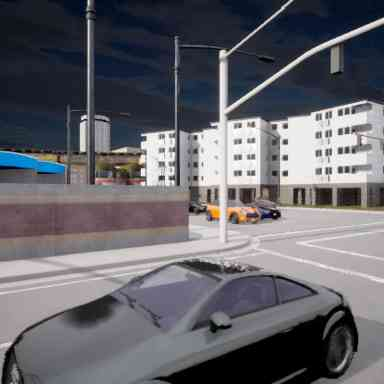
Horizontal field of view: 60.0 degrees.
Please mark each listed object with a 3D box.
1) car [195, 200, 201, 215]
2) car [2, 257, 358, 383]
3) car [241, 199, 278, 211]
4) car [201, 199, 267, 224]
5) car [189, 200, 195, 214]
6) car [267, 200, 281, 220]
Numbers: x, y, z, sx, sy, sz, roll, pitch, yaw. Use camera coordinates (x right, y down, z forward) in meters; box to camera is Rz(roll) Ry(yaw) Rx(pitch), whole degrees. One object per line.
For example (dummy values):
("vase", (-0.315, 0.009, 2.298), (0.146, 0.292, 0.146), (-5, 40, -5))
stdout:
("car", (0.341, 1.570, 34.423), (1.994, 1.385, 4.181), (0, 0, -40))
("car", (0.102, 1.565, 3.981), (4.181, 1.385, 1.994), (0, 0, -35))
("car", (8.391, 1.573, 41.538), (1.994, 1.385, 4.181), (0, 0, -39))
("car", (3.010, 1.357, 24.896), (2.097, 1.767, 4.553), (0, 0, -33))
("car", (-2.584, 1.227, 32.612), (2.150, 2.045, 5.566), (0, 0, -40))
("car", (5.332, 1.570, 27.656), (1.994, 1.385, 4.181), (0, 0, -35))
